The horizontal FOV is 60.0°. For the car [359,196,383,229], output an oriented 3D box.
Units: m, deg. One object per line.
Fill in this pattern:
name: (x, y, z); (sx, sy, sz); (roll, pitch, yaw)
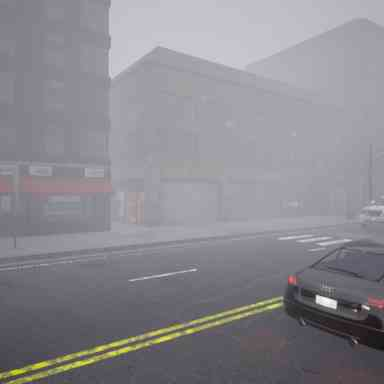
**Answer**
car: (12.628, 1.222, 20.602); (5.566, 2.045, 2.150); (0, 0, -35)

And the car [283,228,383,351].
car: (3.585, 1.564, 5.976); (4.181, 1.385, 1.994); (0, 0, -35)
